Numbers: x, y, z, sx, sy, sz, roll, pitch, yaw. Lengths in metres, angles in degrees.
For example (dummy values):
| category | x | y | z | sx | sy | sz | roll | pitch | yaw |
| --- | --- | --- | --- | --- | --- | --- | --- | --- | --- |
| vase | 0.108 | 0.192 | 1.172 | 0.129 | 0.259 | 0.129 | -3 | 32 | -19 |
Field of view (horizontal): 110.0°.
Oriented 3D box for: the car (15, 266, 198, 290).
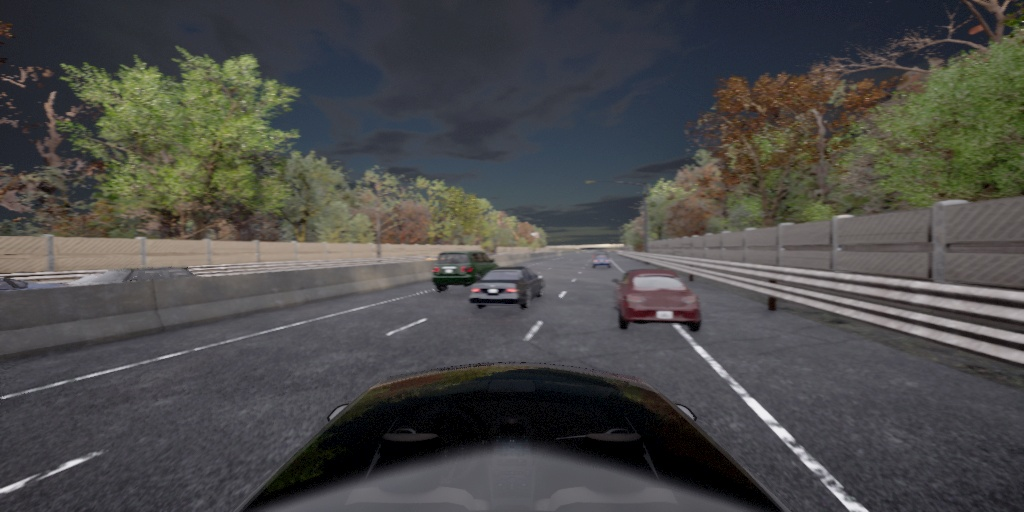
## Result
| category | x | y | z | sx | sy | sz | roll | pitch | yaw |
| --- | --- | --- | --- | --- | --- | --- | --- | --- | --- |
| car | -14.628 | 1.231 | 13.722 | 2.097 | 1.767 | 4.553 | -1 | 1 | 14 |

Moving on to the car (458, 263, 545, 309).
| category | x | y | z | sx | sy | sz | roll | pitch | yaw |
| --- | --- | --- | --- | --- | --- | --- | --- | --- | --- |
| car | -0.002 | 1.101 | 13.780 | 2.033 | 1.411 | 5.357 | -1 | 1 | 14 |

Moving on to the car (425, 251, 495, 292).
| category | x | y | z | sx | sy | sz | roll | pitch | yaw |
| --- | --- | --- | --- | --- | --- | --- | --- | --- | --- |
| car | -2.281 | 0.737 | 19.232 | 2.150 | 2.045 | 5.566 | -1 | 1 | 14 |

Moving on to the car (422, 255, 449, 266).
| category | x | y | z | sx | sy | sz | roll | pitch | yaw |
| --- | --- | --- | --- | --- | --- | --- | --- | --- | --- |
| car | -11.691 | 0.629 | 55.121 | 1.882 | 1.535 | 5.008 | -1 | 1 | 14 |

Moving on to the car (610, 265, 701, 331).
| category | x | y | z | sx | sy | sz | roll | pitch | yaw |
| --- | --- | --- | --- | --- | --- | --- | --- | --- | --- |
| car | 3.837 | 1.056 | 9.987 | 1.812 | 1.442 | 4.674 | -1 | 1 | 14 |

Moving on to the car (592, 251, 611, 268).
| category | x | y | z | sx | sy | sz | roll | pitch | yaw |
| --- | --- | --- | --- | --- | --- | --- | --- | --- | --- |
| car | 9.426 | 0.504 | 37.753 | 2.033 | 1.411 | 5.357 | -1 | 1 | 14 |

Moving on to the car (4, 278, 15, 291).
| category | x | y | z | sx | sy | sz | roll | pitch | yaw |
| --- | --- | --- | --- | --- | --- | --- | --- | --- | --- |
| car | -17.736 | 1.442 | 15.680 | 1.812 | 1.442 | 4.674 | -1 | 1 | 14 |

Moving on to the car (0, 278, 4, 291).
| category | x | y | z | sx | sy | sz | roll | pitch | yaw |
| --- | --- | --- | --- | --- | --- | --- | --- | --- | --- |
| car | -21.715 | 1.576 | 14.189 | 2.033 | 1.411 | 5.357 | -1 | 1 | 14 |
